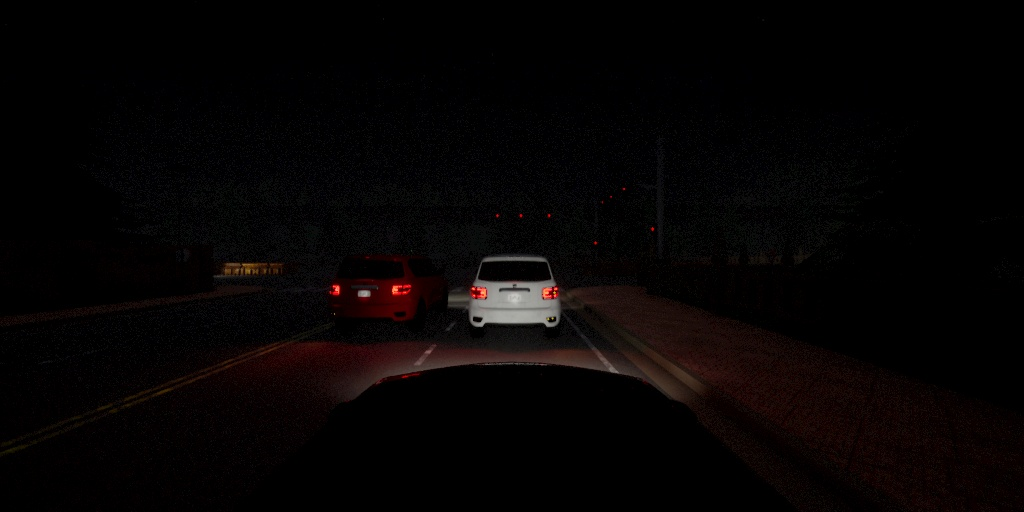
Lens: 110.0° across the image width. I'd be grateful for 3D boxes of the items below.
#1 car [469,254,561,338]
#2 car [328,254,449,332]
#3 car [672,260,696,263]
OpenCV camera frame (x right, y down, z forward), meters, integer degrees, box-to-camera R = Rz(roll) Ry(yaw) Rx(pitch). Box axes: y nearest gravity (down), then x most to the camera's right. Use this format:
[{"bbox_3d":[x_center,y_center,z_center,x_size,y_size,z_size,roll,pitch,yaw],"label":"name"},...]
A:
[{"bbox_3d":[0.079,0.968,10.322,2.150,2.045,5.566,0,0,1],"label":"car"},{"bbox_3d":[-3.420,0.968,11.003,2.150,2.045,5.566,0,0,0],"label":"car"},{"bbox_3d":[22.602,1.237,49.001,4.892,1.490,1.837,0,0,0],"label":"car"}]
